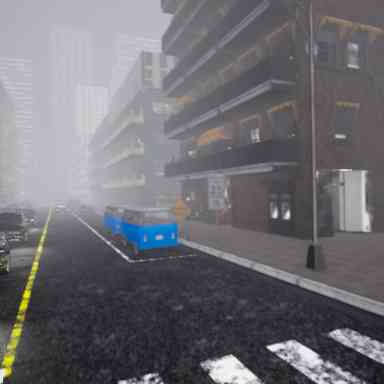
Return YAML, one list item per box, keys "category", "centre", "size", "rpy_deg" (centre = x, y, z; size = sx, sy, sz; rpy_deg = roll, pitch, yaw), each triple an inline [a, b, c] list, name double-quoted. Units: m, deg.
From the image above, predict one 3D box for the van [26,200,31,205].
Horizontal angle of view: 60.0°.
- category: "van"
  centre: [-26.777, 2.387, 52.250]
  size: [1.690, 1.788, 3.998]
  rpy_deg: [-2, 0, -22]

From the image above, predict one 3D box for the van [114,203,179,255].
- category: "van"
  centre: [-1.925, 1.480, 14.009]
  size: [1.690, 1.788, 3.998]
  rpy_deg: [-2, 0, -22]

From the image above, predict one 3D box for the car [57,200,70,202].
- category: "car"
  centre: [-20.878, 2.417, 53.096]
  size: [1.812, 1.442, 4.674]
  rpy_deg: [-1, 0, -22]

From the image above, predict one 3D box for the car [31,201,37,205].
- category: "car"
  centre: [-31.081, 2.541, 62.593]
  size: [2.192, 1.841, 5.009]
  rpy_deg: [-2, 0, -22]

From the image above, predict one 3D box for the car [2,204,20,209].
- category: "car"
  centre: [-20.343, 2.358, 36.723]
  size: [1.802, 1.307, 4.206]
  rpy_deg: [-2, 0, -22]

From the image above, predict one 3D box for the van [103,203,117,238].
- category: "van"
  centre: [-4.066, 1.570, 19.186]
  size: [1.690, 1.788, 3.998]
  rpy_deg: [-2, 0, -22]

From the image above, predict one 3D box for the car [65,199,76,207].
- category: "car"
  centre: [-29.763, 2.622, 81.297]
  size: [2.192, 1.841, 5.009]
  rpy_deg: [-2, 0, -22]

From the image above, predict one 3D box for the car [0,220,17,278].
- category: "car"
  centre: [-5.786, 1.713, 8.266]
  size: [1.837, 1.490, 4.892]
  rpy_deg: [-1, 0, -21]

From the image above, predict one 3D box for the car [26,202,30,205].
- category: "car"
  centre: [-24.627, 2.507, 47.074]
  size: [2.008, 1.369, 4.403]
  rpy_deg: [-2, 0, -22]

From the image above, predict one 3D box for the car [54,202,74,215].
- category: "car"
  centre: [-17.054, 2.332, 43.854]
  size: [1.895, 1.301, 4.718]
  rpy_deg: [-1, 0, -23]

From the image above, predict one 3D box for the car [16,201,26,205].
- category: "car"
  centre: [-22.490, 2.306, 41.899]
  size: [1.967, 1.590, 4.097]
  rpy_deg: [-2, 0, -22]

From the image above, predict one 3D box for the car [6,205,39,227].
- category: "car"
  centre: [-13.578, 2.082, 27.091]
  size: [2.033, 1.411, 5.357]
  rpy_deg: [-1, 0, -23]

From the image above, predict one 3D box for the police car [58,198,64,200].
- category: "police car"
  centre: [-31.400, 2.771, 80.343]
  size: [1.930, 1.638, 5.238]
  rpy_deg: [-1, 0, -22]

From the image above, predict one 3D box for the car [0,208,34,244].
- category: "car"
  centre: [-9.615, 1.873, 17.503]
  size: [1.837, 1.490, 4.892]
  rpy_deg: [-1, 0, -22]

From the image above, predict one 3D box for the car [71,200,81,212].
- category: "car"
  centre: [-16.972, 2.295, 50.398]
  size: [1.752, 1.417, 4.829]
  rpy_deg: [-2, 0, -22]

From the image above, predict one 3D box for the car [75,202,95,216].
- category: "car"
  centre: [-12.622, 2.169, 39.889]
  size: [1.802, 1.307, 4.206]
  rpy_deg: [-2, 0, -22]

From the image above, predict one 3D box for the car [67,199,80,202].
- category: "car"
  centre: [-21.198, 2.261, 60.593]
  size: [2.192, 1.841, 5.009]
  rpy_deg: [-2, 0, -22]
